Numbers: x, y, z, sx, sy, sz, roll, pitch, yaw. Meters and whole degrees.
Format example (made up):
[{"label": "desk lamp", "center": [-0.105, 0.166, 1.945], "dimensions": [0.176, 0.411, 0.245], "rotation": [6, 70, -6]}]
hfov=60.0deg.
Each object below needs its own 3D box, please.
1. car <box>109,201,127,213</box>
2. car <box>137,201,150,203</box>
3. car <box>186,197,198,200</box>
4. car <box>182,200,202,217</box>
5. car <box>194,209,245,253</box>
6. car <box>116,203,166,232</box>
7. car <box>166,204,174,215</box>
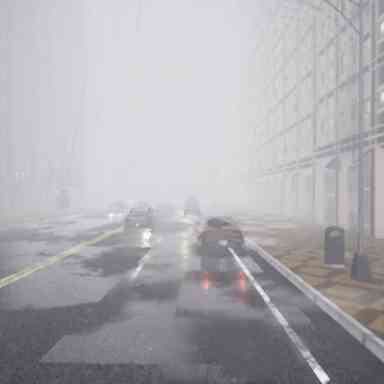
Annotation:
[{"label": "car", "center": [-9.843, 1.967, 44.862], "dimensions": [2.128, 1.511, 4.902], "rotation": [0, 0, 0]}, {"label": "car", "center": [-6.595, 1.955, 44.855], "dimensions": [1.882, 1.535, 5.008], "rotation": [0, 0, 0]}, {"label": "car", "center": [0.007, 1.747, 49.243], "dimensions": [2.150, 2.045, 5.566], "rotation": [0, 0, 0]}, {"label": "car", "center": [0.010, 1.874, 35.490], "dimensions": [2.128, 1.511, 4.902], "rotation": [0, -1, 0]}, {"label": "car", "center": [1.132, 1.683, 14.304], "dimensions": [1.812, 1.442, 4.674], "rotation": [0, -1, 0]}, {"label": "car", "center": [-3.158, 1.727, 21.676], "dimensions": [2.128, 1.511, 4.902], "rotation": [0, -1, 0]}, {"label": "car", "center": [-3.165, 2.024, 39.501], "dimensions": [1.895, 1.301, 4.718], "rotation": [0, -1, 0]}]
